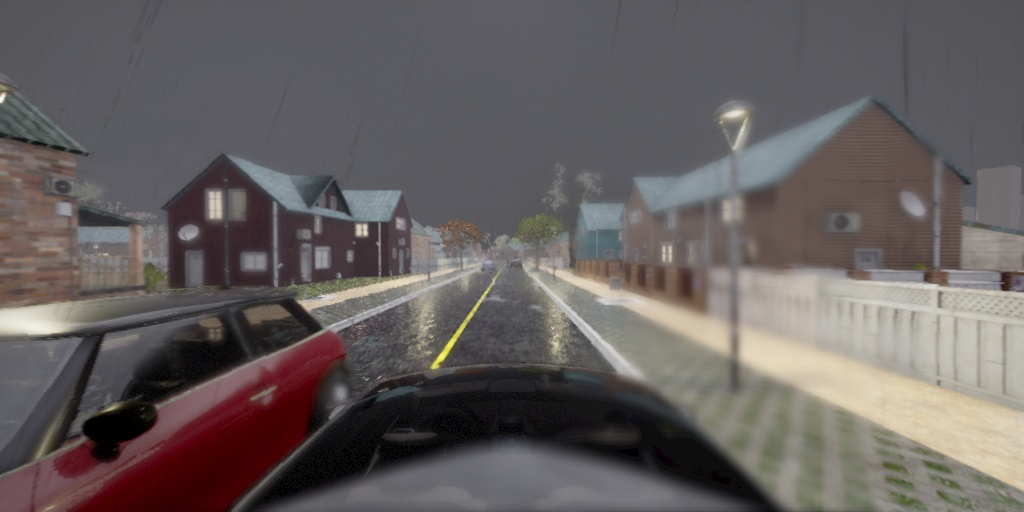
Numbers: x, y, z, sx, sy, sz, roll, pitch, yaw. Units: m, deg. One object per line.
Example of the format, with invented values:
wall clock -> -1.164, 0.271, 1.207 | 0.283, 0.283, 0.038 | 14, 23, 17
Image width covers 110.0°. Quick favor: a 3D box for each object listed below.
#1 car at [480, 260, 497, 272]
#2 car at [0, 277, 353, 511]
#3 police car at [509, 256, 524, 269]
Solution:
car -> -2.836, 1.216, 44.407 | 1.812, 1.442, 4.674 | 0, 0, 0
car -> -2.849, 1.101, 2.153 | 2.097, 1.767, 4.553 | 0, 0, 0
police car -> 0.820, 1.123, 55.631 | 1.930, 1.638, 5.238 | 0, 0, 0
